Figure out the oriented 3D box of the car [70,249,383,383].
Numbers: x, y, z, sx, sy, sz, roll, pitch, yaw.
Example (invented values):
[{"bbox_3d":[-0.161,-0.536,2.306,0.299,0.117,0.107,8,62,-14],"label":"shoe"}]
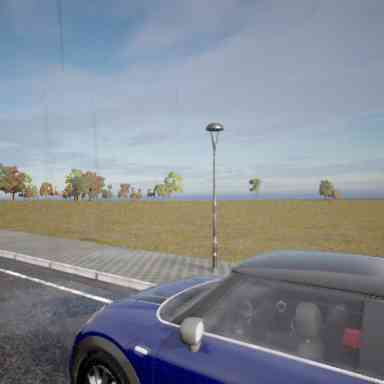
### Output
[{"bbox_3d":[0.923,1.352,3.052,4.553,1.767,2.097,0,0,36],"label":"car"}]
